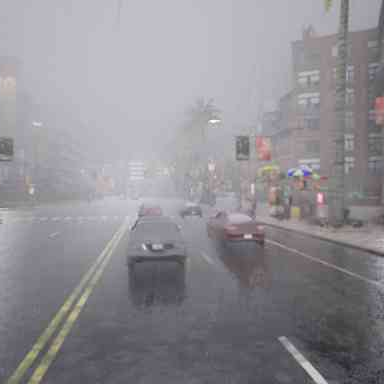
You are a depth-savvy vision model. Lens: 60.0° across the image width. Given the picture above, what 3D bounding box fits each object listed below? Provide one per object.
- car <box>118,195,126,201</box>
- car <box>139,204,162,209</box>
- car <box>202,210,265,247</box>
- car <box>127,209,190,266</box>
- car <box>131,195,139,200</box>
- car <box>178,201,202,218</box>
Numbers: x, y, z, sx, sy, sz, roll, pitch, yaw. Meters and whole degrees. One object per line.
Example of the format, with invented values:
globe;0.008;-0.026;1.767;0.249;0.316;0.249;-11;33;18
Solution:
car;-19.530;1.643;93.399;1.812;1.442;4.674;0;0;-8
car;-3.484;1.626;28.053;1.895;1.301;4.718;0;0;-7
car;1.850;1.523;14.939;1.812;1.442;4.674;0;0;-7
car;-1.261;1.558;11.660;2.033;1.411;5.357;0;0;-7
car;-16.069;1.584;93.922;1.882;1.535;5.008;0;0;-8
car;-0.180;1.537;29.791;1.812;1.442;4.674;0;0;-7
